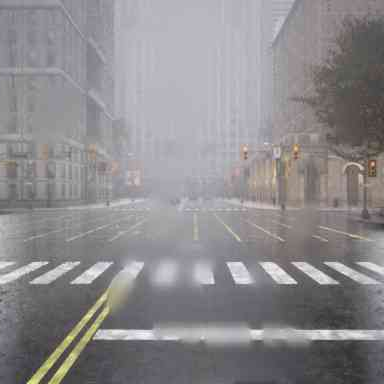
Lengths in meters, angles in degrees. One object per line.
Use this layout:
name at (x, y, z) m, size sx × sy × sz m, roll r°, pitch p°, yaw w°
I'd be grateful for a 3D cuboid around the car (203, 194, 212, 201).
car at (3.691, 1.280, 78.572) m, size 2.097 × 1.767 × 4.553 m, roll 0°, pitch 0°, yaw 1°

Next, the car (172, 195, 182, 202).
car at (-3.347, 1.500, 74.991) m, size 1.837 × 1.490 × 4.892 m, roll 0°, pitch 0°, yaw 1°

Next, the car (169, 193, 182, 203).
car at (-3.497, 1.221, 64.532) m, size 2.150 × 2.045 × 5.566 m, roll 0°, pitch 0°, yaw 1°

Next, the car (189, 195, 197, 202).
car at (0.192, 1.449, 78.638) m, size 2.128 × 1.511 × 4.902 m, roll 0°, pitch 0°, yaw 1°

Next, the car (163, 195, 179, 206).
car at (-3.557, 1.601, 53.227) m, size 1.895 × 1.301 × 4.718 m, roll 0°, pitch 0°, yaw 0°
